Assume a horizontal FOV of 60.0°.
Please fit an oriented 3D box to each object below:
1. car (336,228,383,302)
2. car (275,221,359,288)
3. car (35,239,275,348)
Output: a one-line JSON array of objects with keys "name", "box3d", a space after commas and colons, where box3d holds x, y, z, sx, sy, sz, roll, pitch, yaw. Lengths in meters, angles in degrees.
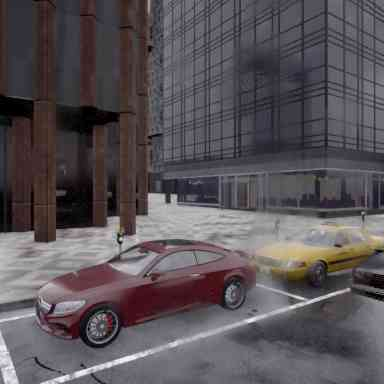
[{"name": "car", "box3d": [5.729, 1.548, 7.447, 5.357, 1.411, 2.033, 0, 0, -35]}, {"name": "car", "box3d": [3.687, 1.525, 9.263, 4.829, 1.417, 1.752, 0, 0, -35]}, {"name": "car", "box3d": [-0.606, 1.582, 6.211, 4.206, 1.307, 1.802, 0, 0, -35]}]
